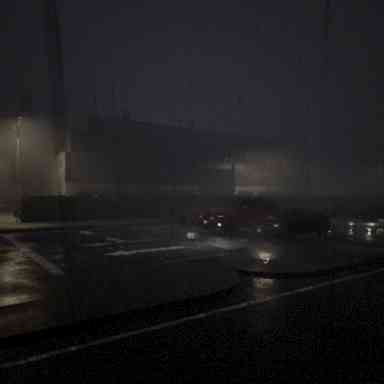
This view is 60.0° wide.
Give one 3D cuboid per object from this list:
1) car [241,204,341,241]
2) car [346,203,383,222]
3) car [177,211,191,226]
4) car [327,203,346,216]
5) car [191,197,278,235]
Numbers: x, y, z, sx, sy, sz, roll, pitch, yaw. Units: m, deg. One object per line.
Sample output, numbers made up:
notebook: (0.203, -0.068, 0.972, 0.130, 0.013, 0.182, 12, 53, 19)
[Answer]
car: (5.240, 1.607, 17.343, 4.902, 1.511, 2.128, 1, 0, -34)
car: (15.895, 1.718, 28.954, 5.008, 1.535, 1.882, 1, 0, -34)
car: (1.311, 1.593, 23.136, 5.008, 1.535, 1.882, 1, 0, -34)
car: (13.690, 1.764, 31.689, 4.674, 1.442, 1.812, 1, 0, -34)
car: (2.993, 1.335, 20.034, 5.566, 2.045, 2.150, 1, 0, -35)
